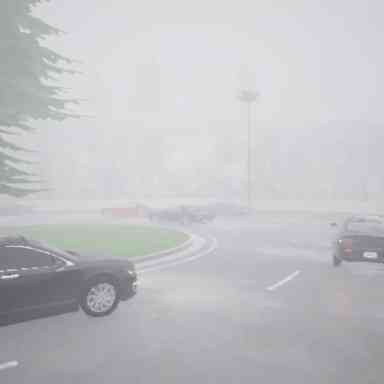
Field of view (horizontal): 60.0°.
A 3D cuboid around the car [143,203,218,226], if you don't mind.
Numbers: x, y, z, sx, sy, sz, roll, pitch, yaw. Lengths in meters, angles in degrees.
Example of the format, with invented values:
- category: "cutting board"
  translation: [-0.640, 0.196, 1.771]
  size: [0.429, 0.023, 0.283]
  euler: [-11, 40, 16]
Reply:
- category: "car"
  translation: [-0.857, 1.556, 22.739]
  size: [4.718, 1.301, 1.895]
  euler: [0, 0, 40]

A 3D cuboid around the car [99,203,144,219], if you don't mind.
- category: "car"
  translation: [-5.342, 1.557, 28.173]
  size: [4.718, 1.301, 1.895]
  euler: [0, 0, 8]

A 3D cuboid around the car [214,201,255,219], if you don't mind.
- category: "car"
  translation: [2.667, 1.480, 28.674]
  size: [5.357, 1.411, 2.033]
  euler: [0, 0, 33]

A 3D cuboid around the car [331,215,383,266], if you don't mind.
- category: "car"
  translation: [5.606, 1.487, 10.876]
  size: [1.812, 1.442, 4.674]
  euler: [1, 0, 23]

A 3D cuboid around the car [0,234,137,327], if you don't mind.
- category: "car"
  translation: [-3.325, 1.503, 5.750]
  size: [4.892, 1.490, 1.837]
  euler: [-1, 0, -37]

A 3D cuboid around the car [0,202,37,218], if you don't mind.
- category: "car"
  translation: [-16.380, 1.534, 28.680]
  size: [5.357, 1.411, 2.033]
  euler: [0, 0, -33]
